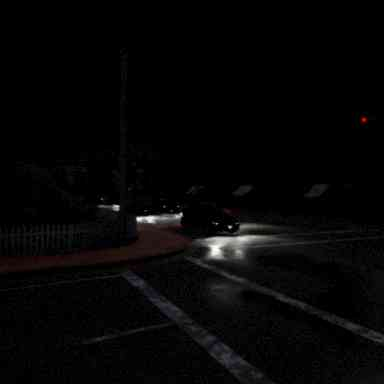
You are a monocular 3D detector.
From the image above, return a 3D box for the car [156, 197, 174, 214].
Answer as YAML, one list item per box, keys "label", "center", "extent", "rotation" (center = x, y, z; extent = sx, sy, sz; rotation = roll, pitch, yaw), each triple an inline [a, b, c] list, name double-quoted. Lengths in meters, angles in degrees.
- label: "car"
  center: [-3.029, 1.564, 35.379]
  extent: [1.895, 1.301, 4.718]
  rotation: [1, 0, -26]

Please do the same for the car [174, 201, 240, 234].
- label: "car"
  center: [0.925, 1.539, 19.646]
  extent: [1.837, 1.490, 4.892]
  rotation: [1, 1, -27]

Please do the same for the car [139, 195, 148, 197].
- label: "car"
  center: [-9.309, 1.367, 63.792]
  extent: [1.812, 1.442, 4.674]
  rotation: [1, 0, -27]

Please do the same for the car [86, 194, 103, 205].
- label: "car"
  center: [-15.419, 1.126, 52.486]
  extent: [2.097, 1.767, 4.553]
  rotation: [1, 0, -26]

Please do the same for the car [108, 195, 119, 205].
- label: "car"
  center: [-12.256, 1.308, 53.984]
  extent: [2.128, 1.511, 4.902]
  rotation: [1, 0, -26]

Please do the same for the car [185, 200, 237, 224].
- label: "car"
  center: [1.350, 1.511, 26.627]
  extent: [1.882, 1.535, 5.008]
  rotation: [1, 0, -27]

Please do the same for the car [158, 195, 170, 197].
- label: "car"
  center: [-4.843, 1.265, 54.871]
  extent: [2.097, 1.767, 4.553]
  rotation: [1, 0, -27]

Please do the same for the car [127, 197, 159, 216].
- label: "car"
  center: [-5.036, 1.504, 31.566]
  extent: [1.994, 1.385, 4.181]
  rotation: [1, 0, -27]
